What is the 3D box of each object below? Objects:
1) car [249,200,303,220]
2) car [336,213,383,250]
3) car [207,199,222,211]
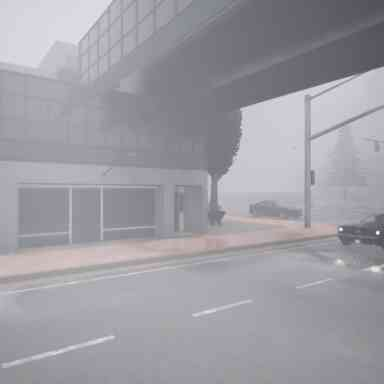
[{"bbox_3d":[7.124,1.474,28.696,1.882,1.535,5.008,0,0,-36],"label":"car"},{"bbox_3d":[8.205,1.598,14.174,4.718,1.301,1.895,0,0,-36],"label":"car"},{"bbox_3d":[1.252,1.474,36.849,1.882,1.535,5.008,0,0,-36],"label":"car"}]
